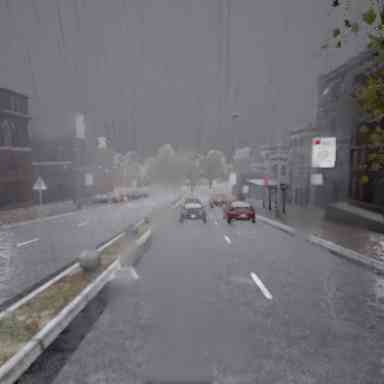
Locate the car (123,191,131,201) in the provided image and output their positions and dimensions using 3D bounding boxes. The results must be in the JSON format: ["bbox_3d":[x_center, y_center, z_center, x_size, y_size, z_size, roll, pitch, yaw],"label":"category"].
[{"bbox_3d":[-14.251,1.096,59.812,5.366,1.575,1.946,-1,1,-20],"label":"car"}]

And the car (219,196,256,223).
[{"bbox_3d":[3.298,1.339,23.925,1.882,1.535,5.008,0,1,0],"label":"car"}]

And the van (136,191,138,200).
[{"bbox_3d":[-14.211,0.810,68.974,4.442,1.987,1.878,-1,1,-20],"label":"van"}]

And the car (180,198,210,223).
[{"bbox_3d":[0.078,1.386,24.067,1.812,1.442,4.674,0,1,0],"label":"car"}]

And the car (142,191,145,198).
[{"bbox_3d":[-14.145,0.741,75.096,5.566,2.045,2.435,-1,1,-20],"label":"car"}]

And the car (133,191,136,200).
[{"bbox_3d":[-14.064,0.929,65.980,4.553,1.767,2.185,-1,1,-20],"label":"car"}]

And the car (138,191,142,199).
[{"bbox_3d":[-14.104,1.014,72.067,4.892,1.521,2.231,-1,1,-20],"label":"car"}]

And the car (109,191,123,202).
[{"bbox_3d":[-14.087,1.015,53.774,4.553,1.767,2.185,-1,0,-20],"label":"car"}]

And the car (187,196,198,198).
[{"bbox_3d":[0.073,1.254,43.341,1.837,1.490,4.892,0,0,0],"label":"car"}]

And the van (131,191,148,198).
[{"bbox_3d":[-14.269,0.663,90.295,4.442,1.987,1.878,-1,1,-20],"label":"van"}]

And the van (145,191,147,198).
[{"bbox_3d":[-14.028,0.723,81.245,4.442,1.987,1.878,-1,0,-20],"label":"van"}]

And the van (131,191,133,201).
[{"bbox_3d":[-13.980,0.848,62.971,4.442,1.987,1.878,-1,0,-20],"label":"van"}]

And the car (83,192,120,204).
[{"bbox_3d":[-14.025,1.164,50.733,4.892,1.521,2.231,-1,1,-20],"label":"car"}]

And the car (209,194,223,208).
[{"bbox_3d":[3.322,1.101,43.454,2.097,1.767,4.553,0,0,0],"label":"car"}]

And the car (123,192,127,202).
[{"bbox_3d":[-14.096,1.148,56.818,4.792,1.488,2.163,-1,1,-20],"label":"car"}]

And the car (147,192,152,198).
[{"bbox_3d":[-14.128,0.657,87.307,5.566,2.045,2.435,-1,0,-20],"label":"car"}]
